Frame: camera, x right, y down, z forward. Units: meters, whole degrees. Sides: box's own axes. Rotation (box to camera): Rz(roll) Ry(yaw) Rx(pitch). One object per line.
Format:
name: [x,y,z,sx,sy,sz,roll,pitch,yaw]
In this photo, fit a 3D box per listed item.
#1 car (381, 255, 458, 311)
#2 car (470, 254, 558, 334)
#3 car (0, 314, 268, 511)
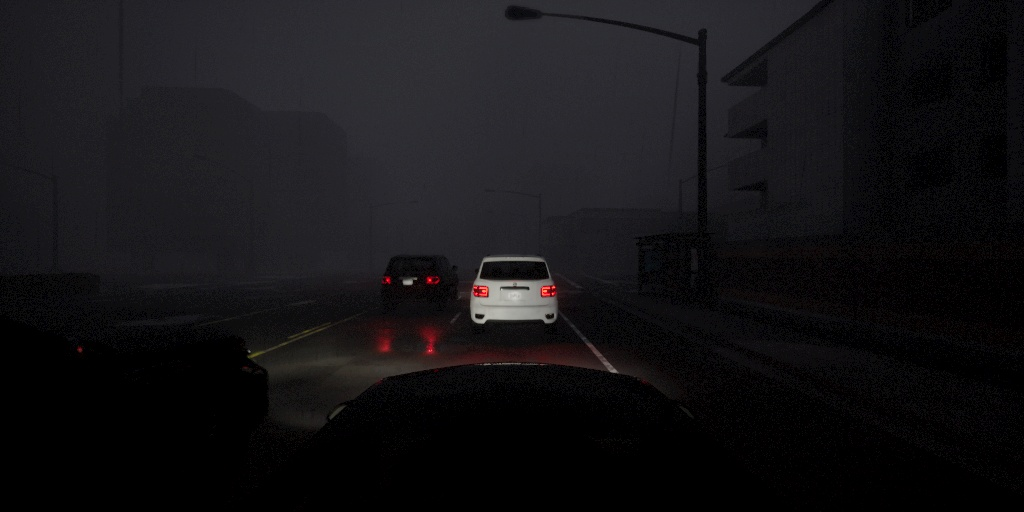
car: [-3.550,0.973,14.680,2.150,2.045,5.566,0,0,-1]
car: [0.026,0.972,10.756,2.150,2.045,5.566,0,0,-1]
car: [-3.409,0.973,1.035,2.150,2.045,5.566,0,0,0]
